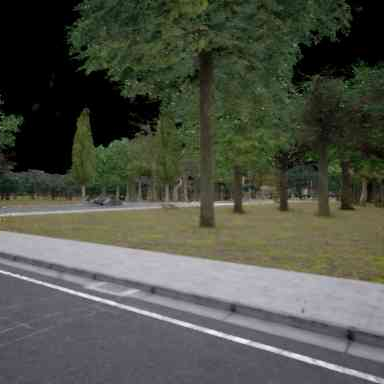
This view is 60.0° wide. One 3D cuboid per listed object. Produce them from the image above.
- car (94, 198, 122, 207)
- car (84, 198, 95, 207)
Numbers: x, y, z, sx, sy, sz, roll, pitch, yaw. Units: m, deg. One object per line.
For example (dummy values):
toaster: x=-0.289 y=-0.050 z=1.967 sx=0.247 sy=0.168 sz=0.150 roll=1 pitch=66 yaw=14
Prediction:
car: x=-14.139 y=1.839 z=57.437 sx=1.994 sy=1.385 sz=4.181 roll=0 pitch=0 yaw=35
car: x=-16.886 y=1.770 z=59.163 sx=2.128 sy=1.511 sz=4.902 roll=0 pitch=0 yaw=36
